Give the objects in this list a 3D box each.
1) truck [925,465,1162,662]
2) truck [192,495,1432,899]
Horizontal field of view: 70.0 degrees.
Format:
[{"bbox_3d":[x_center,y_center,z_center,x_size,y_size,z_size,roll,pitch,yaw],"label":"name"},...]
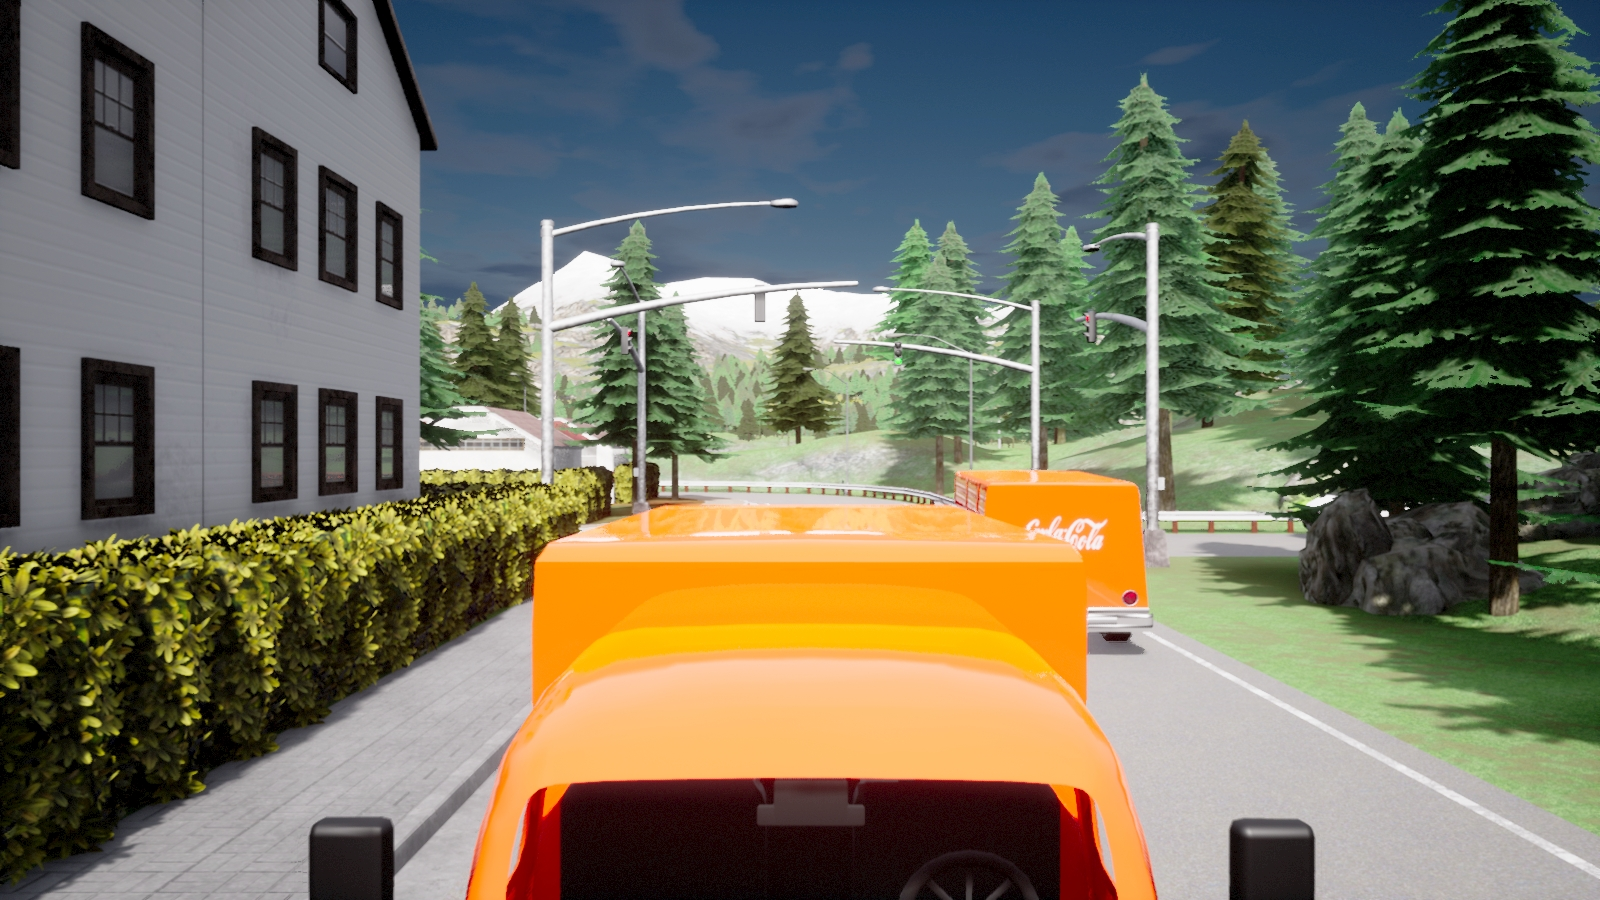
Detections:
[{"bbox_3d":[3.544,1.554,17.893,2.627,2.467,5.204,0,1,1],"label":"truck"},{"bbox_3d":[0.035,1.542,5.026,2.627,2.467,5.204,0,0,0],"label":"truck"}]
